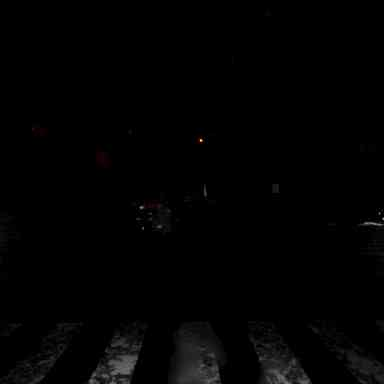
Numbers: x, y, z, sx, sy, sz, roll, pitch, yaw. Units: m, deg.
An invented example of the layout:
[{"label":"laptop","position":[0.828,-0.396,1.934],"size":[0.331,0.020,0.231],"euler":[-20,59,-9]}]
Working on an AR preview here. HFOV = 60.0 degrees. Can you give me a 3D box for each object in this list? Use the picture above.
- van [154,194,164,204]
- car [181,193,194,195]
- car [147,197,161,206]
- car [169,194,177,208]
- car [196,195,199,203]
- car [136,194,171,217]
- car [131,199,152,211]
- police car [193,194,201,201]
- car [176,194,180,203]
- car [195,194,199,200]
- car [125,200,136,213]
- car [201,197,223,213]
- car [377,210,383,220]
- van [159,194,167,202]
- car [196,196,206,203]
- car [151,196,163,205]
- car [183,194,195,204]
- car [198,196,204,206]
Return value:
[{"label":"van","position":[-6.538,1.361,66.609],"size":[1.690,1.788,3.998],"euler":[0,0,-1]},{"label":"car","position":[-0.891,1.550,75.527],"size":[2.128,1.511,4.902],"euler":[0,0,-1]},{"label":"car","position":[-6.390,1.579,55.784],"size":[1.947,1.339,4.313],"euler":[0,0,-1]},{"label":"car","position":[-3.618,1.502,47.974],"size":[2.128,1.511,4.902],"euler":[0,0,-1]},{"label":"car","position":[2.179,1.562,52.667],"size":[2.008,1.369,4.403],"euler":[0,0,-1]},{"label":"car","position":[-3.561,1.356,31.526],"size":[2.097,1.767,4.553],"euler":[0,0,3]},{"label":"car","position":[-6.191,1.558,41.214],"size":[2.008,1.369,4.403],"euler":[0,0,-1]},{"label":"police car","position":[1.267,1.464,90.513],"size":[1.930,1.638,5.238],"euler":[0,0,-1]},{"label":"car","position":[-3.790,1.619,64.786],"size":[1.895,1.301,4.718],"euler":[0,0,0]},{"label":"car","position":[2.043,1.567,62.538],"size":[2.008,1.369,4.403],"euler":[0,0,-1]},{"label":"car","position":[-6.122,1.556,36.222],"size":[2.008,1.369,4.403],"euler":[0,0,-1]},{"label":"car","position":[2.402,1.556,36.335],"size":[2.008,1.369,4.403],"euler":[0,0,-1]},{"label":"car","position":[14.725,1.249,20.978],"size":[5.357,1.411,2.033],"euler":[-1,0,-1]},{"label":"van","position":[-6.687,1.369,77.435],"size":[1.690,1.788,3.998],"euler":[0,0,-1]},{"label":"car","position":[1.899,1.590,73.116],"size":[1.947,1.339,4.313],"euler":[0,0,-1]},{"label":"car","position":[-6.462,1.541,61.027],"size":[1.752,1.417,4.829],"euler":[0,0,-1]},{"label":"car","position":[-0.660,1.620,65.599],"size":[1.895,1.301,4.718],"euler":[0,0,-1]},{"label":"car","position":[2.253,1.554,47.223],"size":[1.887,1.381,4.507],"euler":[0,0,-1]}]
